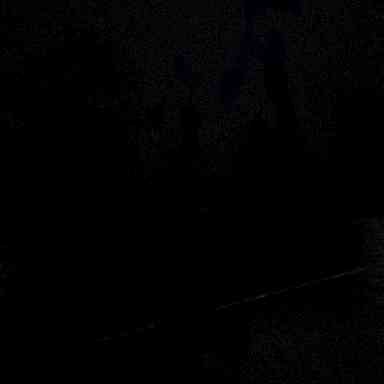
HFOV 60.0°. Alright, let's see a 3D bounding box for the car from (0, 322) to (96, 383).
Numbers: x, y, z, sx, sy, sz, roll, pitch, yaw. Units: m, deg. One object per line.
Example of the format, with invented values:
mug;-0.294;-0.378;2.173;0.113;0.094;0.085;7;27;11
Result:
car;-2.945;1.503;1.621;4.902;1.511;2.128;-1;0;-36
